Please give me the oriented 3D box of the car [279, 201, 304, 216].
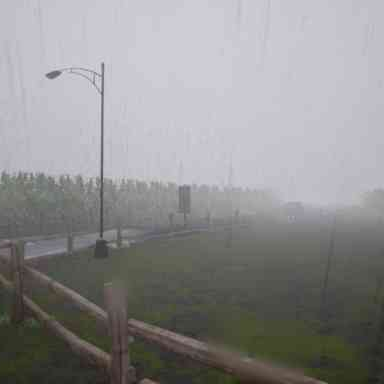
[{"bbox_3d":[14.873,2.423,49.300,2.150,2.045,5.566,-1,-2,36],"label":"car"}]
